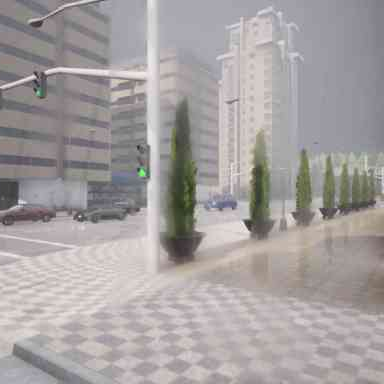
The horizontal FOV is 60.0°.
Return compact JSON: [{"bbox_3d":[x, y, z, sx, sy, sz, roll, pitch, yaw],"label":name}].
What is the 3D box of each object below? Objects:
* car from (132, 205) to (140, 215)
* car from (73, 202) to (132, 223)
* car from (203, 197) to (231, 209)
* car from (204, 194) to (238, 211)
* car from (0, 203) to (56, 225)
[{"bbox_3d":[-7.248,1.656,32.089,1.895,1.301,4.718,0,0,35],"label":"car"},{"bbox_3d":[-7.122,1.619,26.100,1.994,1.385,4.181,0,0,35],"label":"car"},{"bbox_3d":[3.625,1.560,47.820,1.837,1.490,4.892,0,0,35],"label":"car"},{"bbox_3d":[3.716,1.277,41.812,2.150,2.045,5.566,0,0,35],"label":"car"},{"bbox_3d":[-12.391,1.581,24.582,1.812,1.442,4.674,0,0,34],"label":"car"}]
